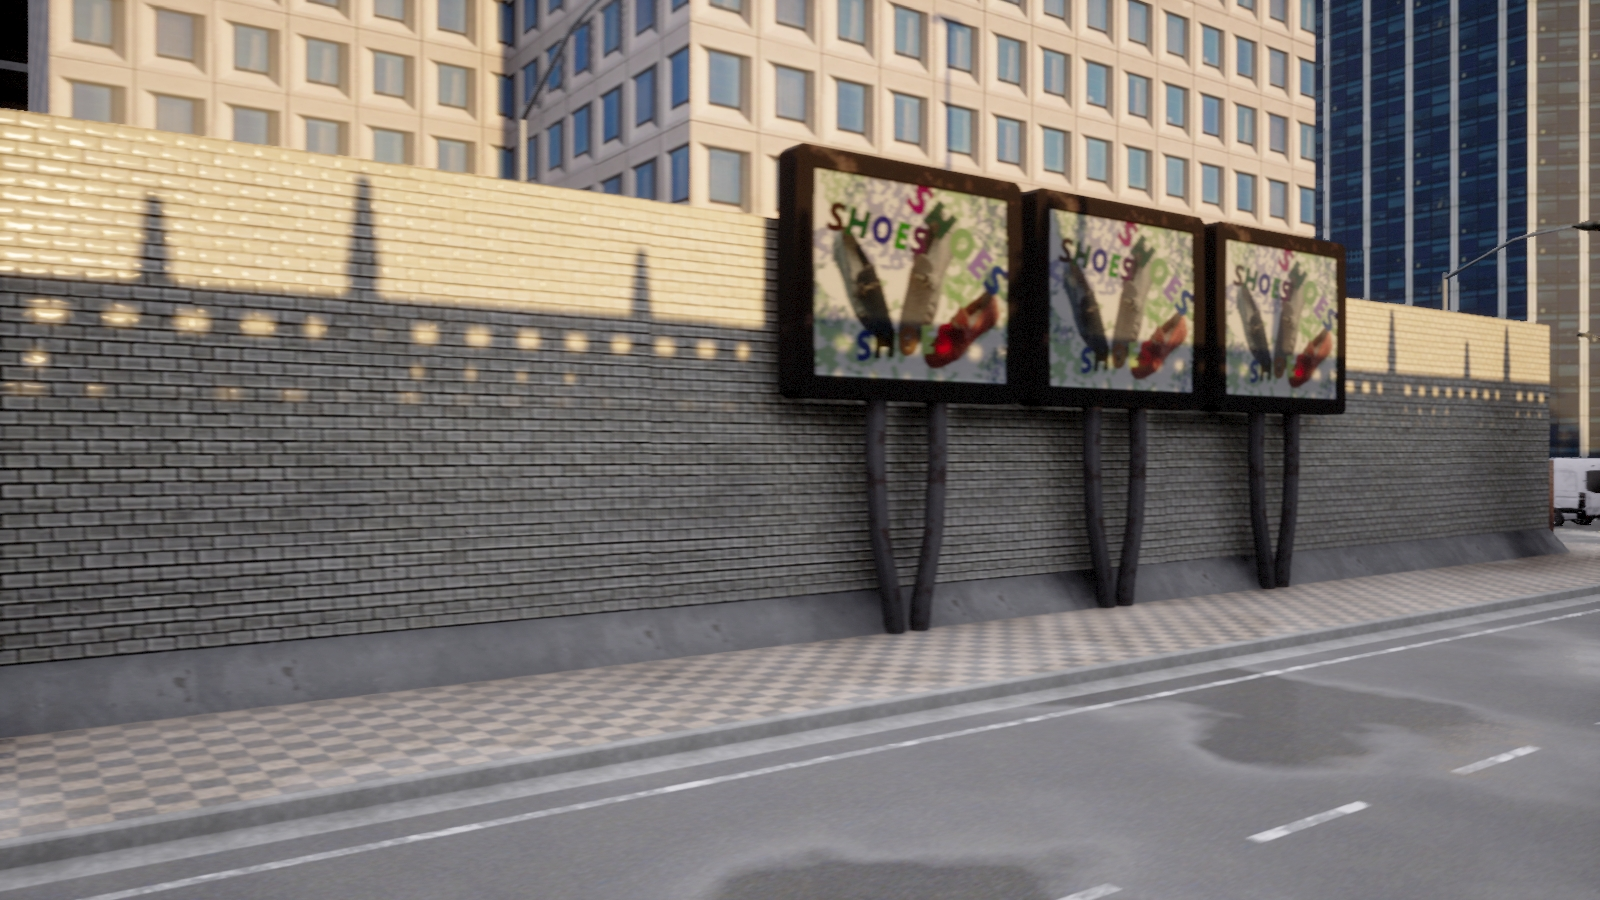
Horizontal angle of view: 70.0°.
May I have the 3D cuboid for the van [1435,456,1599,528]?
[{"bbox_3d":[28.026,1.534,44.320,1.988,2.561,5.915,0,0,-24],"label":"van"}]
